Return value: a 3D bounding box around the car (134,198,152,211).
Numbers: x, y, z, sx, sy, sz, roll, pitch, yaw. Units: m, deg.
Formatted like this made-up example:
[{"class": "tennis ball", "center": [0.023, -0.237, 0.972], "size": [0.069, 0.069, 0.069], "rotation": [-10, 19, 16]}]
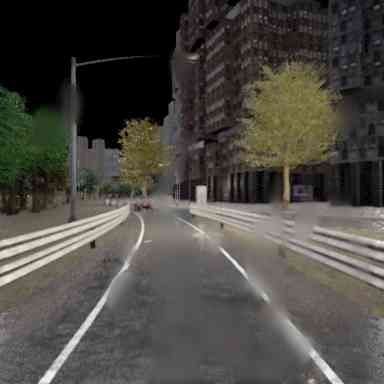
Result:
[{"class": "car", "center": [-7.095, 1.756, 48.067], "size": [2.097, 1.767, 4.553], "rotation": [0, -1, -17]}]
